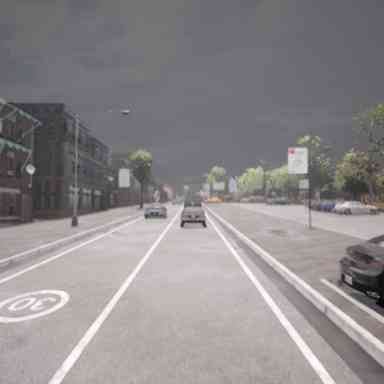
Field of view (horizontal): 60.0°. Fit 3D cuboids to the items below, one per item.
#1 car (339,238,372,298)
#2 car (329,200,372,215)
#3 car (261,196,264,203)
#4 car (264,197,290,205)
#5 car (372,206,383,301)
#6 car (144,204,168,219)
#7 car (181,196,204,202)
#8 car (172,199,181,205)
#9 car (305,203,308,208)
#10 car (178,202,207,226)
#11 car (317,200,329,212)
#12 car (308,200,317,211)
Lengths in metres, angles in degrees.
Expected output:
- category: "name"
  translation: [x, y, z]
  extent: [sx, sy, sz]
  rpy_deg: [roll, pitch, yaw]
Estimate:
- category: "car"
  translation: [5.590, 1.503, 6.745]
  extent: [4.892, 1.521, 2.231]
  rpy_deg: [0, 0, 0]
- category: "car"
  translation: [18.682, 1.818, 37.990]
  extent: [4.674, 1.452, 2.002]
  rpy_deg: [0, -1, 0]
- category: "car"
  translation: [18.652, 2.166, 75.192]
  extent: [4.674, 1.452, 2.002]
  rpy_deg: [0, -1, 0]
- category: "car"
  translation: [18.724, 1.969, 72.024]
  extent: [4.553, 1.767, 2.185]
  rpy_deg: [0, -1, 0]
- category: "car"
  translation: [5.624, 1.237, 3.945]
  extent: [5.566, 2.045, 2.435]
  rpy_deg: [0, 0, 0]
- category: "car"
  translation: [-3.361, 1.830, 31.852]
  extent: [1.994, 1.385, 4.181]
  rpy_deg: [0, -1, 0]
- category: "car"
  translation: [0.084, 1.571, 40.895]
  extent: [2.150, 2.045, 5.566]
  rpy_deg: [0, -1, 0]
- category: "car"
  translation: [-3.283, 2.197, 74.032]
  extent: [1.994, 1.385, 4.181]
  rpy_deg: [0, -1, 0]
- category: "car"
  translation: [18.684, 1.908, 47.688]
  extent: [4.674, 1.452, 2.002]
  rpy_deg: [0, -1, 0]
- category: "car"
  translation: [0.089, 1.747, 24.948]
  extent: [2.033, 1.411, 5.357]
  rpy_deg: [0, -1, 0]
- category: "car"
  translation: [18.691, 1.807, 41.139]
  extent: [5.008, 1.535, 2.097]
  rpy_deg: [0, -1, 0]
- category: "car"
  translation: [18.680, 1.838, 44.412]
  extent: [4.892, 1.521, 2.231]
  rpy_deg: [0, -1, 0]
